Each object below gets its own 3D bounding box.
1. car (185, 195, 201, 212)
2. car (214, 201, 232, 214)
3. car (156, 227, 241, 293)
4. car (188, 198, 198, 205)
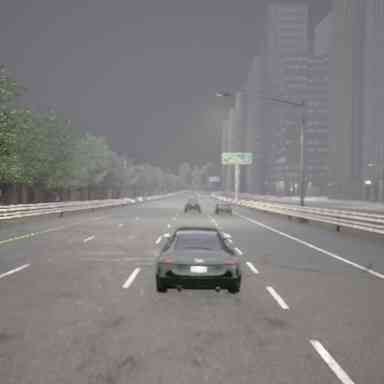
[{"bbox_3d":[0.106,1.706,44.773,2.097,1.767,4.553,1,0,0],"label":"car"},{"bbox_3d":[3.706,1.856,40.054,2.128,1.511,4.902,1,0,0],"label":"car"},{"bbox_3d":[0.148,1.643,9.141,1.994,1.385,4.181,1,0,0],"label":"car"},{"bbox_3d":[0.216,2.045,74.864,2.128,1.511,4.902,1,0,0],"label":"car"}]
